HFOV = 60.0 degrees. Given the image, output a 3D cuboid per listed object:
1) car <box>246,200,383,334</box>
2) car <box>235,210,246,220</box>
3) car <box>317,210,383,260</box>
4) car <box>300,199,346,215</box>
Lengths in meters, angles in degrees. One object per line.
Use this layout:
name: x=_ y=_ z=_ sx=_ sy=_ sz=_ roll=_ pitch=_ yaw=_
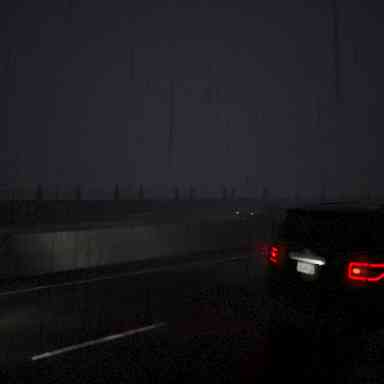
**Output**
car: x=3.877 y=1.229 z=6.505 sx=5.566 sy=2.045 sz=2.150 roll=0 pitch=0 yaw=-35
car: x=5.529 y=1.630 z=25.112 sx=4.718 sy=1.301 sz=1.895 roll=0 pitch=0 yaw=-35
car: x=7.534 y=1.568 z=13.408 sx=5.357 sy=1.411 sz=2.033 roll=0 pitch=0 yaw=-35
car: x=13.977 y=1.558 z=35.405 sx=4.902 sy=1.511 sz=2.128 roll=0 pitch=0 yaw=-35
